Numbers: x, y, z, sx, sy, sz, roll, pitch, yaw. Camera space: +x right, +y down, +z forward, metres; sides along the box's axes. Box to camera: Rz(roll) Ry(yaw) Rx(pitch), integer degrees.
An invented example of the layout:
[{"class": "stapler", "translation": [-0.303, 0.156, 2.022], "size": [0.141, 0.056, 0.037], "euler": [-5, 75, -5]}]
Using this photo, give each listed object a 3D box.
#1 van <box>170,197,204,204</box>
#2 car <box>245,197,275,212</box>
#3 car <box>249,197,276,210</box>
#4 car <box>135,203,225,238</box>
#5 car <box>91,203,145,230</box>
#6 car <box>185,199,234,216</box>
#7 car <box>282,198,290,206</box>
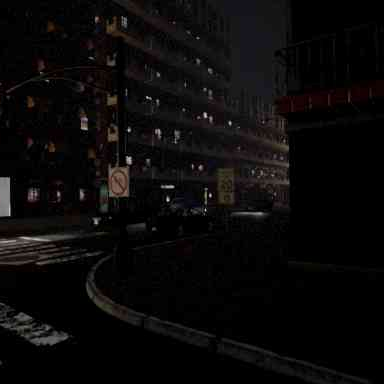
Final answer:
[{"class": "van", "translation": [-0.356, 1.365, 30.437], "size": [1.690, 1.788, 3.998], "euler": [-1, -1, 36]}, {"class": "car", "translation": [7.576, 1.478, 37.229], "size": [1.812, 1.442, 4.674], "euler": [-1, -1, 36]}, {"class": "car", "translation": [9.399, 1.431, 44.007], "size": [1.967, 1.590, 4.097], "euler": [-1, -1, 36]}, {"class": "car", "translation": [-0.455, 1.435, 16.792], "size": [2.008, 1.369, 4.403], "euler": [-1, -1, 36]}, {"class": "car", "translation": [-4.085, 1.487, 21.039], "size": [2.128, 1.511, 4.902], "euler": [-1, -1, 35]}, {"class": "car", "translation": [1.757, 1.573, 29.146], "size": [1.895, 1.301, 4.718], "euler": [-1, -1, 36]}, {"class": "car", "translation": [15.803, 1.497, 52.915], "size": [1.752, 1.417, 4.829], "euler": [-1, -1, 36]}]
